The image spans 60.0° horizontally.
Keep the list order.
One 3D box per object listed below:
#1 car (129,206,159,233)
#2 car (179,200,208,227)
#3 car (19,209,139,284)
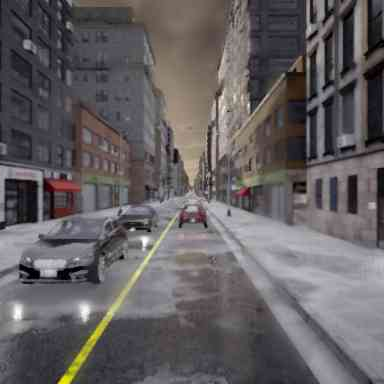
[{"bbox_3d":[-3.033,1.533,19.732,2.033,1.411,5.357,0,0,1],"label":"car"},{"bbox_3d":[0.080,1.514,22.283,1.812,1.442,4.674,0,0,0],"label":"car"},{"bbox_3d":[-3.084,1.481,9.612,2.128,1.511,4.902,0,0,0],"label":"car"}]
